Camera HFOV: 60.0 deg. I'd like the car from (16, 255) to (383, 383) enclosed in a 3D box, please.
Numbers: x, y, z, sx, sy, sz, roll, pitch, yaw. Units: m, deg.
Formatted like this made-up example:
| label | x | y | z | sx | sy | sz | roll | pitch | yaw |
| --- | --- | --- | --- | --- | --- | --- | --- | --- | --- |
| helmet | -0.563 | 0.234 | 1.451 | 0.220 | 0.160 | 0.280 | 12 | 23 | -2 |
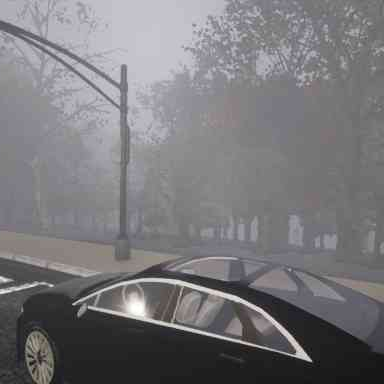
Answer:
| label | x | y | z | sx | sy | sz | roll | pitch | yaw |
| --- | --- | --- | --- | --- | --- | --- | --- | --- | --- |
| car | -0.006 | 1.491 | 3.705 | 4.902 | 1.511 | 2.128 | 0 | 0 | 34 |
